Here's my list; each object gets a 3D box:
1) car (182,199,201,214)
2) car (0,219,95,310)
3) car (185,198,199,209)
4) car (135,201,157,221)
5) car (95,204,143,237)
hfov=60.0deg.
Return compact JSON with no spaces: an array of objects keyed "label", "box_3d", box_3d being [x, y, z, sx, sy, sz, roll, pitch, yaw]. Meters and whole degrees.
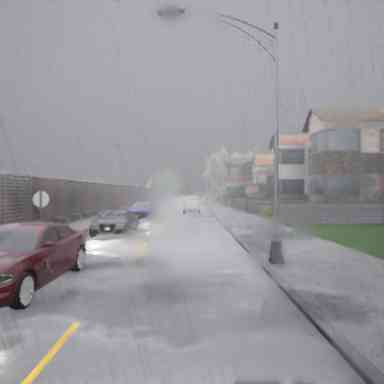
[{"label":"car","box_3d":[-0.010,1.580,36.161,1.812,1.442,4.674,0,0,0]},{"label":"car","box_3d":[-4.094,1.490,8.045,1.882,1.535,5.008,0,0,0]},{"label":"car","box_3d":[-0.003,1.634,46.947,1.994,1.385,4.181,0,0,0]},{"label":"car","box_3d":[-4.079,1.519,28.058,1.882,1.535,5.008,0,0,0]},{"label":"car","box_3d":[-4.092,1.591,18.050,1.994,1.385,4.181,0,0,0]}]
